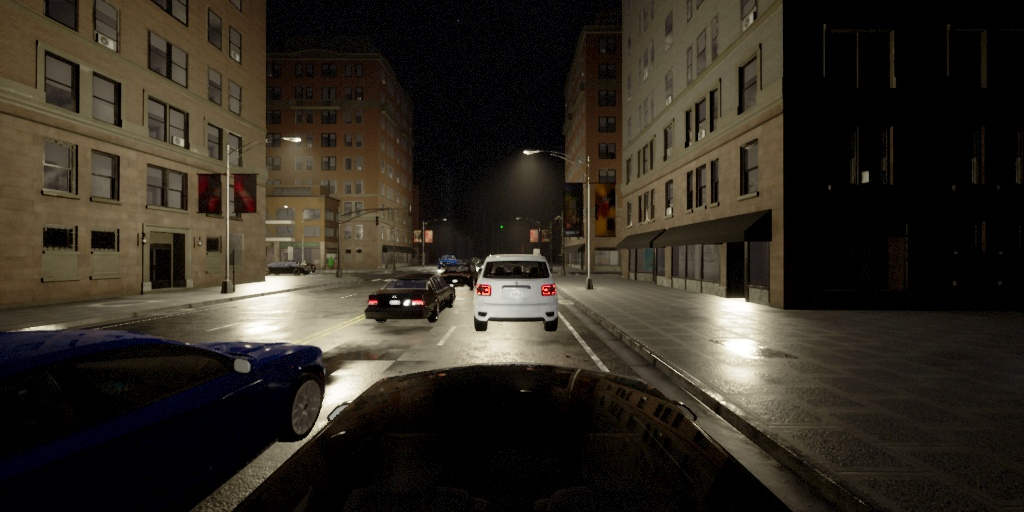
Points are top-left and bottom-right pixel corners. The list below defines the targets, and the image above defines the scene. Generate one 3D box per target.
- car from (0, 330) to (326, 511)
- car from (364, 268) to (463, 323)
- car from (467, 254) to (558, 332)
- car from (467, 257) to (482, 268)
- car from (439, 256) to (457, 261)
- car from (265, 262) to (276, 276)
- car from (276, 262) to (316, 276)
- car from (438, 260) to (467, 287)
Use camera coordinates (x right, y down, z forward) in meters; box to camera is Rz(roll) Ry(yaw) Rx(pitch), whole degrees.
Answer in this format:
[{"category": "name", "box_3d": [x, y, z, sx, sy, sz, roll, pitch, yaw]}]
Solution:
[{"category": "car", "box_3d": [-3.153, 1.228, 2.298, 1.882, 1.535, 5.008, 0, 0, 0]}, {"category": "car", "box_3d": [-3.152, 1.297, 12.132, 2.033, 1.411, 5.357, 0, 0, 0]}, {"category": "car", "box_3d": [0.101, 0.971, 11.049, 2.150, 2.045, 5.566, 0, 0, 0]}, {"category": "car", "box_3d": [-6.560, 1.092, 63.069, 2.097, 1.767, 4.553, 0, 0, 0]}, {"category": "car", "box_3d": [-9.831, 0.964, 54.850, 2.150, 2.045, 5.566, 0, 0, 0]}, {"category": "car", "box_3d": [-25.412, 1.169, 34.071, 4.097, 1.591, 1.967, 0, 0, 0]}, {"category": "car", "box_3d": [-23.137, 1.287, 36.600, 5.357, 1.411, 2.033, 0, 0, 0]}, {"category": "car", "box_3d": [-3.148, 1.226, 22.358, 1.882, 1.535, 5.008, 0, 0, 0]}]
